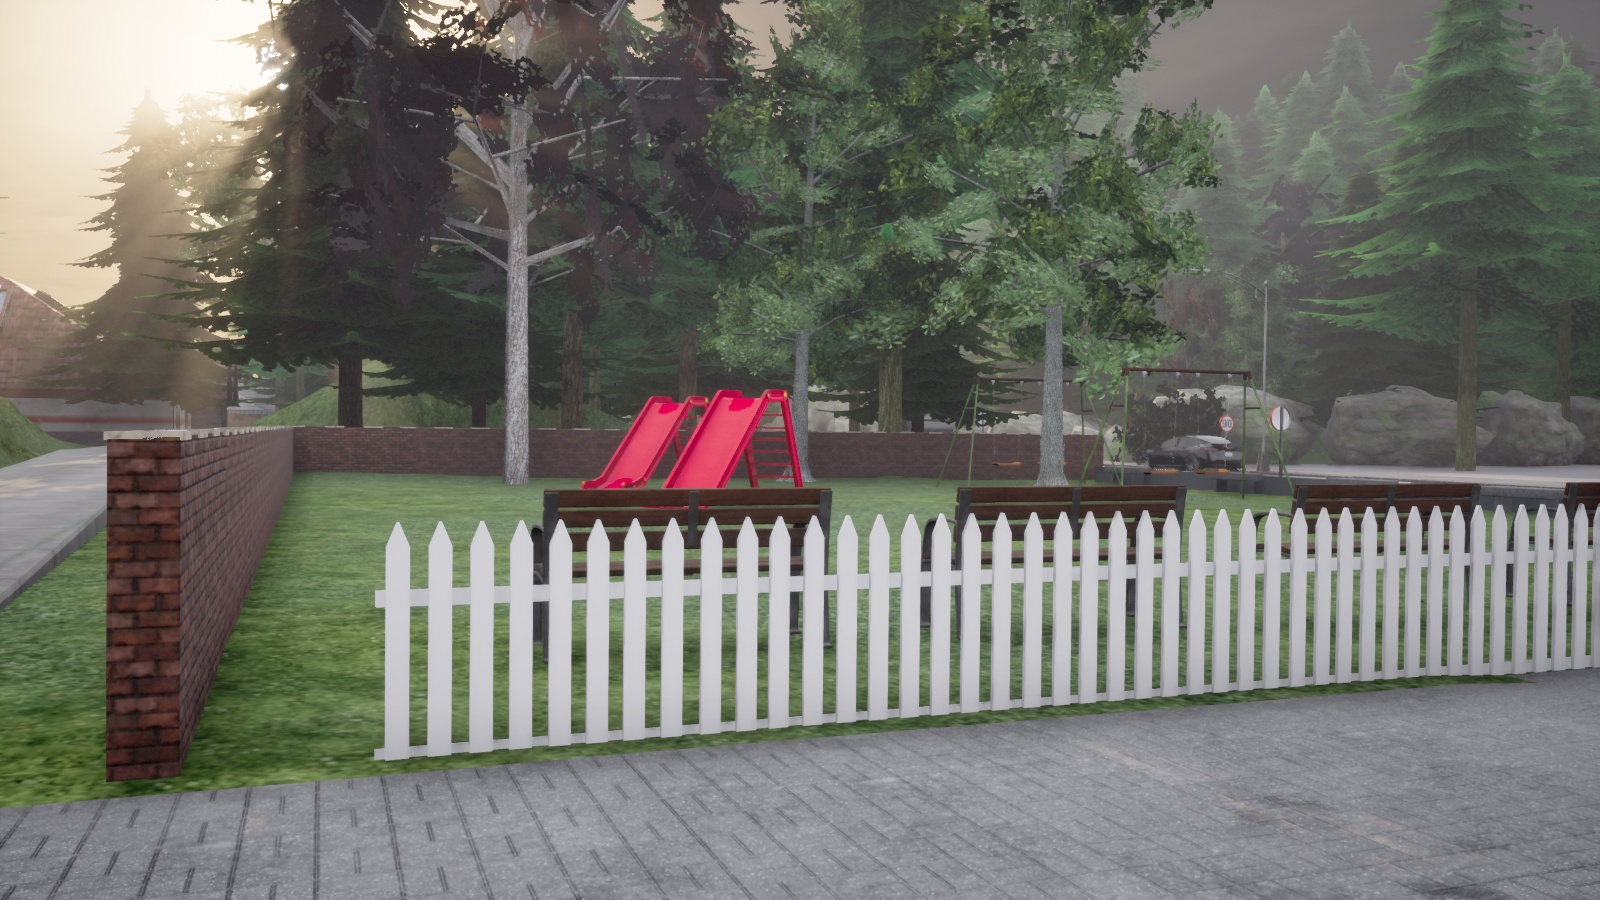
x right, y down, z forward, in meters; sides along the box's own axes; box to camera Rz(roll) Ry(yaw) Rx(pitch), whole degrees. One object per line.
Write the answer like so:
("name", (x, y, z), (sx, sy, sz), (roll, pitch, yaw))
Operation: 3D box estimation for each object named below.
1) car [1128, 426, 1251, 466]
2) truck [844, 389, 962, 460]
("car", (15.344, -0.177, 49.745), (2.163, 1.488, 4.792), (-1, 1, -21))
("truck", (5.194, -1.299, 65.092), (2.891, 3.462, 7.936), (-1, 1, -21))
